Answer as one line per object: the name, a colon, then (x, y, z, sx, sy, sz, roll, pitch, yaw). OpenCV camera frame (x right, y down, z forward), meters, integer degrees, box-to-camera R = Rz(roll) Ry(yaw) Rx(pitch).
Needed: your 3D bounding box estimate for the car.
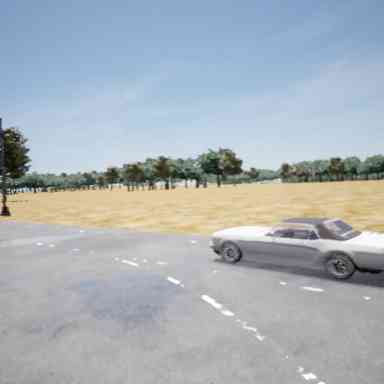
car: (2.793, 1.335, 8.950, 4.718, 1.301, 1.895, -1, 2, 40)
